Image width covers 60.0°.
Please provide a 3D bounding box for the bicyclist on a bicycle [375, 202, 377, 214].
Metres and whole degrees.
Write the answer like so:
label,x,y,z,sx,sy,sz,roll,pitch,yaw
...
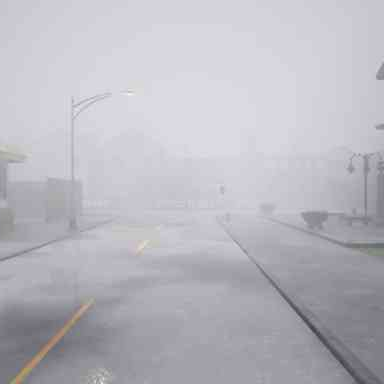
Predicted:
label,x,y,z,sx,sy,sz,roll,pitch,yaw
bicyclist on a bicycle,18.133,1.338,32.125,0.582,1.620,1.656,0,0,0
